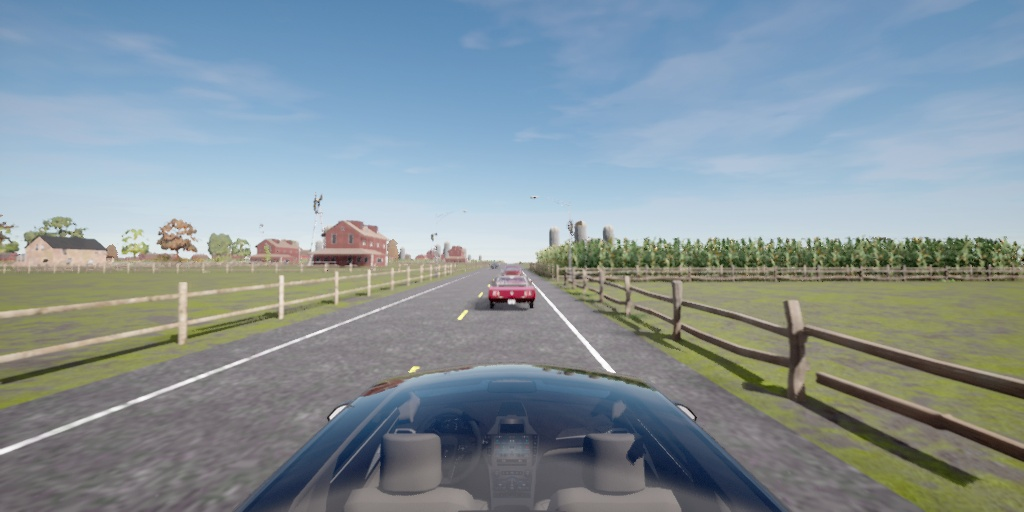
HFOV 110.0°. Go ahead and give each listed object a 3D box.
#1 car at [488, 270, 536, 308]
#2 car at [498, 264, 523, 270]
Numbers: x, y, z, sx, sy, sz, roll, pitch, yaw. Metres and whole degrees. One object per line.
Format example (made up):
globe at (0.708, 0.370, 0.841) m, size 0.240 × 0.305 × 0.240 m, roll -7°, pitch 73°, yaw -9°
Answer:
car at (-0.004, 1.488, 15.977) m, size 1.895 × 1.301 × 4.718 m, roll 0°, pitch -1°, yaw 0°
car at (-0.007, 1.567, 31.247) m, size 1.812 × 1.442 × 4.674 m, roll 0°, pitch 0°, yaw 0°
